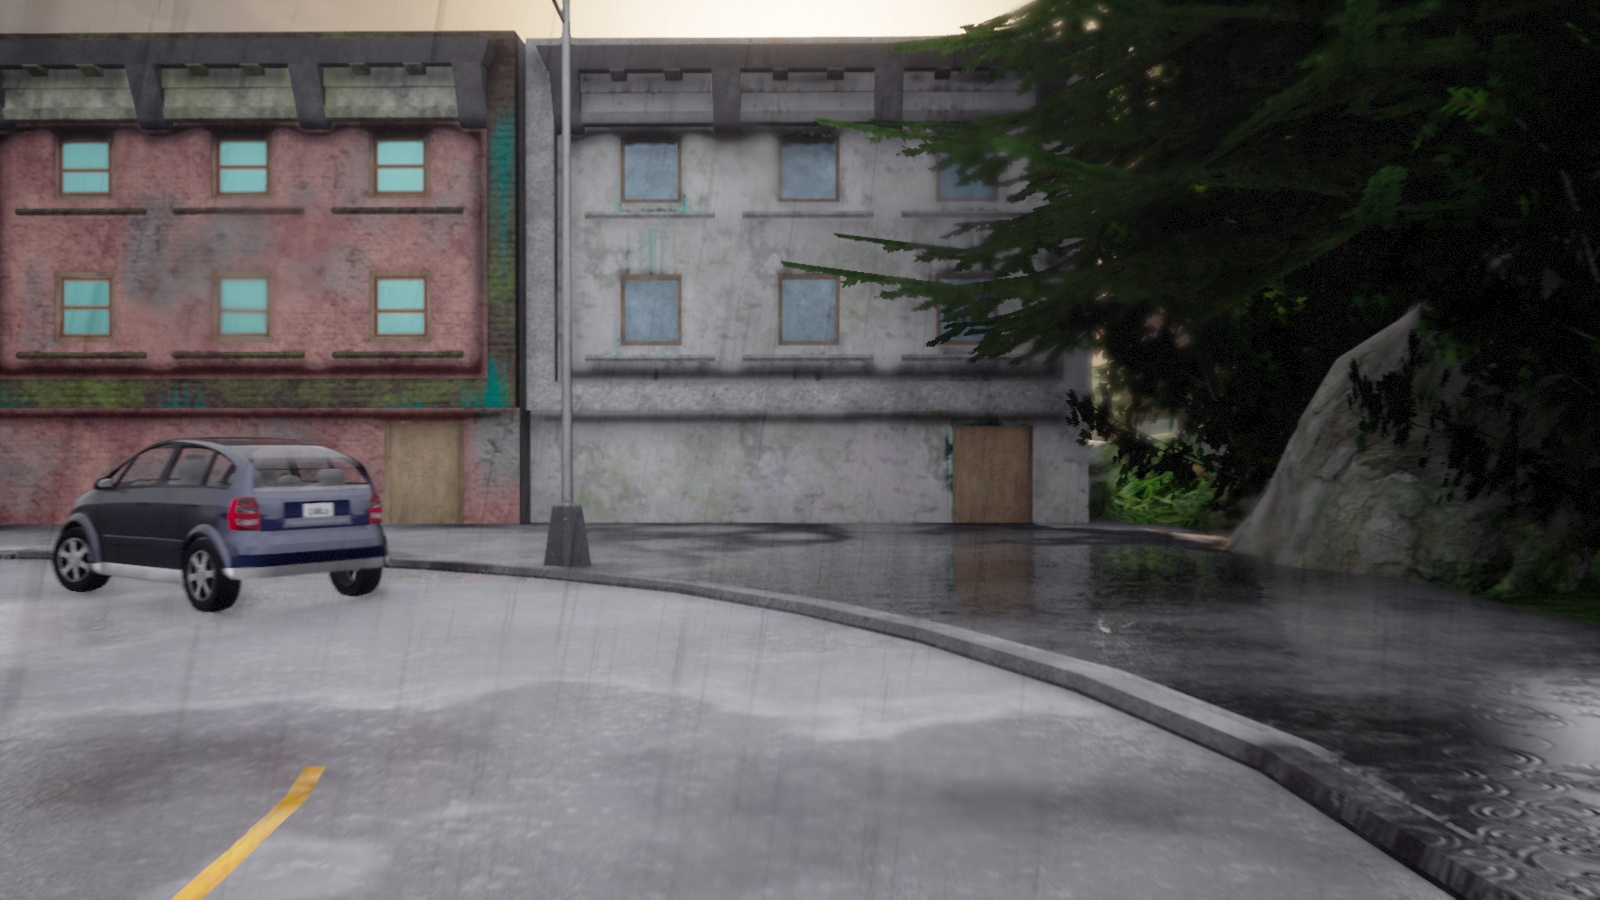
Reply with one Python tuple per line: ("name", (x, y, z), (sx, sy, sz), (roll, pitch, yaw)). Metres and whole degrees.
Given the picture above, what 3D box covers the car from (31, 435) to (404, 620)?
("car", (-5.789, 0.649, 12.353), (3.705, 1.549, 1.789), (0, 0, 37))
